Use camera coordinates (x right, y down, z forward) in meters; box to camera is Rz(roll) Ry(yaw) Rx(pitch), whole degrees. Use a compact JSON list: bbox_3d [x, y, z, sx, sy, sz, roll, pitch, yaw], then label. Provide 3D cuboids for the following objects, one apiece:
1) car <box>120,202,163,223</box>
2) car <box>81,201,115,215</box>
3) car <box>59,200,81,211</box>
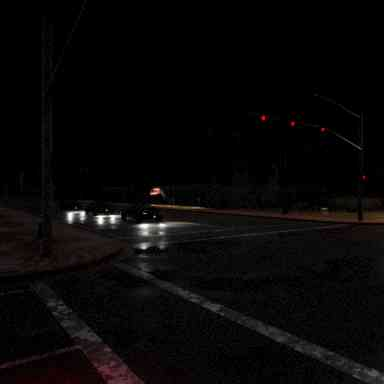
[{"bbox_3d":[-4.085,1.526,26.133,1.812,1.442,4.674,0,0,-36],"label":"car"},{"bbox_3d":[-9.312,1.564,33.452,1.994,1.385,4.181,0,0,-35],"label":"car"},{"bbox_3d":[-15.146,1.601,41.663,1.895,1.301,4.718,0,0,-35],"label":"car"}]
